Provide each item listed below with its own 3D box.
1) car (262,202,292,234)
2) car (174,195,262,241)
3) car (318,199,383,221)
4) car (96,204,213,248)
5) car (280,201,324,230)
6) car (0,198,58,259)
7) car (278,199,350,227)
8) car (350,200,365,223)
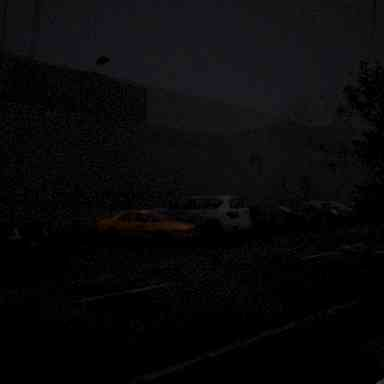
[{"bbox_3d":[2.715,1.468,18.519,4.792,1.488,2.163,-1,0,35],"label":"car"},{"bbox_3d":[0.269,1.209,16.781,5.566,2.045,2.435,-1,0,35],"label":"car"},{"bbox_3d":[12.529,1.314,25.467,5.008,1.535,2.097,-1,0,35],"label":"car"},{"bbox_3d":[-1.998,1.469,14.921,5.366,1.575,1.946,-1,-1,35],"label":"car"},{"bbox_3d":[5.193,1.457,20.255,4.674,1.452,2.002,-1,-1,35],"label":"car"},{"bbox_3d":[-7.017,1.241,11.531,5.566,2.045,2.435,-1,-1,35],"label":"car"},{"bbox_3d":[7.609,1.259,22.012,4.553,1.767,2.185,-1,-1,35],"label":"car"},{"bbox_3d":[10.080,1.391,23.735,4.674,1.452,2.002,-1,-1,35],"label":"car"}]
